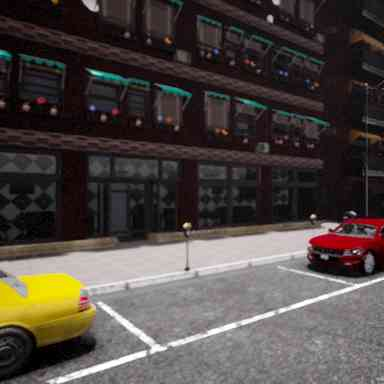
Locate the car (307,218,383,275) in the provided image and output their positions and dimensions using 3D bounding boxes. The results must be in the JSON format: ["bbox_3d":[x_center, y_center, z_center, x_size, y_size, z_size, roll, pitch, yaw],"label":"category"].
[{"bbox_3d":[5.483,1.545,10.470,4.507,1.381,1.887,0,0,-36],"label":"car"}]

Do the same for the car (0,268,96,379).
[{"bbox_3d":[-3.674,1.525,3.936,4.829,1.417,1.752,0,0,-36],"label":"car"}]
